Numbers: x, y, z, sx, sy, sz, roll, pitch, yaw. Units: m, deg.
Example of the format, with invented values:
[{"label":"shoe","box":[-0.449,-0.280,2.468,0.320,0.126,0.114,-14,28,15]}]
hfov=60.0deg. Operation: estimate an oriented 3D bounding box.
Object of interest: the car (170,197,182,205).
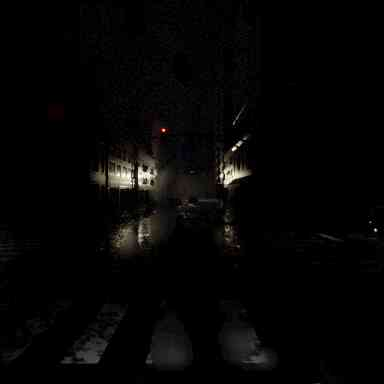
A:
[{"label":"car","box":[-2.883,1.646,59.667,1.895,1.301,4.718,0,0,0]}]

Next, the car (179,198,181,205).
[{"label":"car","box":[-2.956,1.592,49.705,1.994,1.385,4.181,0,0,0]}]

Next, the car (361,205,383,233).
[{"label":"car","box":[11.351,1.383,15.760,5.357,1.411,2.033,-1,0,0]}]

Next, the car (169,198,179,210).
[{"label":"car","box":[-3.010,1.562,39.751,2.033,1.411,5.357,0,0,1]}]

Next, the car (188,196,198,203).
[{"label":"car","box":[0.215,1.546,71.124,1.882,1.535,5.008,0,0,0]}]

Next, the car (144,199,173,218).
[{"label":"car","box":[-3.035,1.570,29.631,1.994,1.385,4.181,0,0,0]}]
